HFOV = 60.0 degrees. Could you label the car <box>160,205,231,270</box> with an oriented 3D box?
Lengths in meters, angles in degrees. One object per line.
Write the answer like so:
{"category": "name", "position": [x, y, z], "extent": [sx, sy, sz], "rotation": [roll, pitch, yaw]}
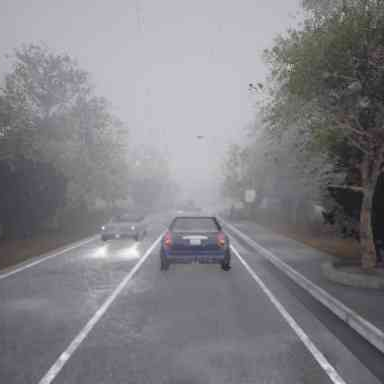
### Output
{"category": "car", "position": [0.100, 1.492, 11.690], "extent": [2.097, 1.767, 4.553], "rotation": [0, -1, 0]}

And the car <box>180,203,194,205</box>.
{"category": "car", "position": [0.123, 2.019, 30.048], "extent": [2.033, 1.411, 5.357], "rotation": [0, -1, 0]}

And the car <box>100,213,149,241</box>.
{"category": "car", "position": [-3.587, 1.860, 18.264], "extent": [1.895, 1.301, 4.718], "rotation": [0, -1, 0]}

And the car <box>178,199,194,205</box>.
{"category": "car", "position": [-0.996, 2.206, 59.339], "extent": [2.150, 2.045, 5.566], "rotation": [1, -1, 11]}
